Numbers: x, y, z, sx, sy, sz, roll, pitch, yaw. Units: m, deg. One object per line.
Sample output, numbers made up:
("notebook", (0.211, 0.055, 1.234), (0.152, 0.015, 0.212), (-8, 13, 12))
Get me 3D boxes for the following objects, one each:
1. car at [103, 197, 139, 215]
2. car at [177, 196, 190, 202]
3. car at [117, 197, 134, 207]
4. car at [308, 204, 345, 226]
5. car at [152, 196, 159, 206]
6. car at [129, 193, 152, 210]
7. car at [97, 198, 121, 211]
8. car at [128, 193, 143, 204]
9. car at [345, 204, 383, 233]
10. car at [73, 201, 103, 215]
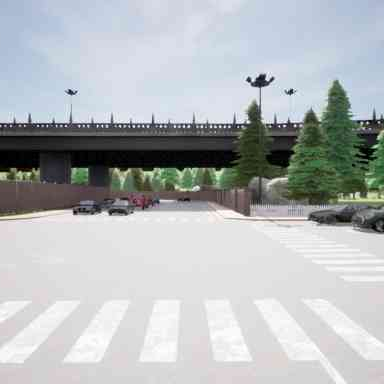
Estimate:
("car", (-7.038, 1.547, 33.583), (2.033, 1.411, 5.357), (0, 0, 0))
("car", (-1.897, 1.553, 75.220), (1.994, 1.385, 4.181), (0, 0, -19))
("car", (-10.532, 1.526, 52.756), (1.812, 1.442, 4.674), (0, 0, 0))
("car", (10.644, 1.492, 22.240), (5.357, 1.411, 2.033), (0, 0, 1))
("car", (-7.038, 1.564, 53.765), (1.994, 1.385, 4.181), (0, 0, 0))
("car", (-7.039, 1.221, 43.757), (2.150, 2.045, 5.566), (0, 0, 0))
("car", (-10.538, 1.526, 42.575), (1.812, 1.442, 4.674), (0, 0, 0))
("car", (-10.681, 1.221, 63.464), (2.150, 2.045, 5.566), (0, 0, -3))
("car", (11.484, 1.297, 18.691), (4.553, 1.767, 2.097), (0, 0, 2))
("car", (-10.564, 1.564, 33.860), (1.994, 1.385, 4.181), (0, 0, 0))
